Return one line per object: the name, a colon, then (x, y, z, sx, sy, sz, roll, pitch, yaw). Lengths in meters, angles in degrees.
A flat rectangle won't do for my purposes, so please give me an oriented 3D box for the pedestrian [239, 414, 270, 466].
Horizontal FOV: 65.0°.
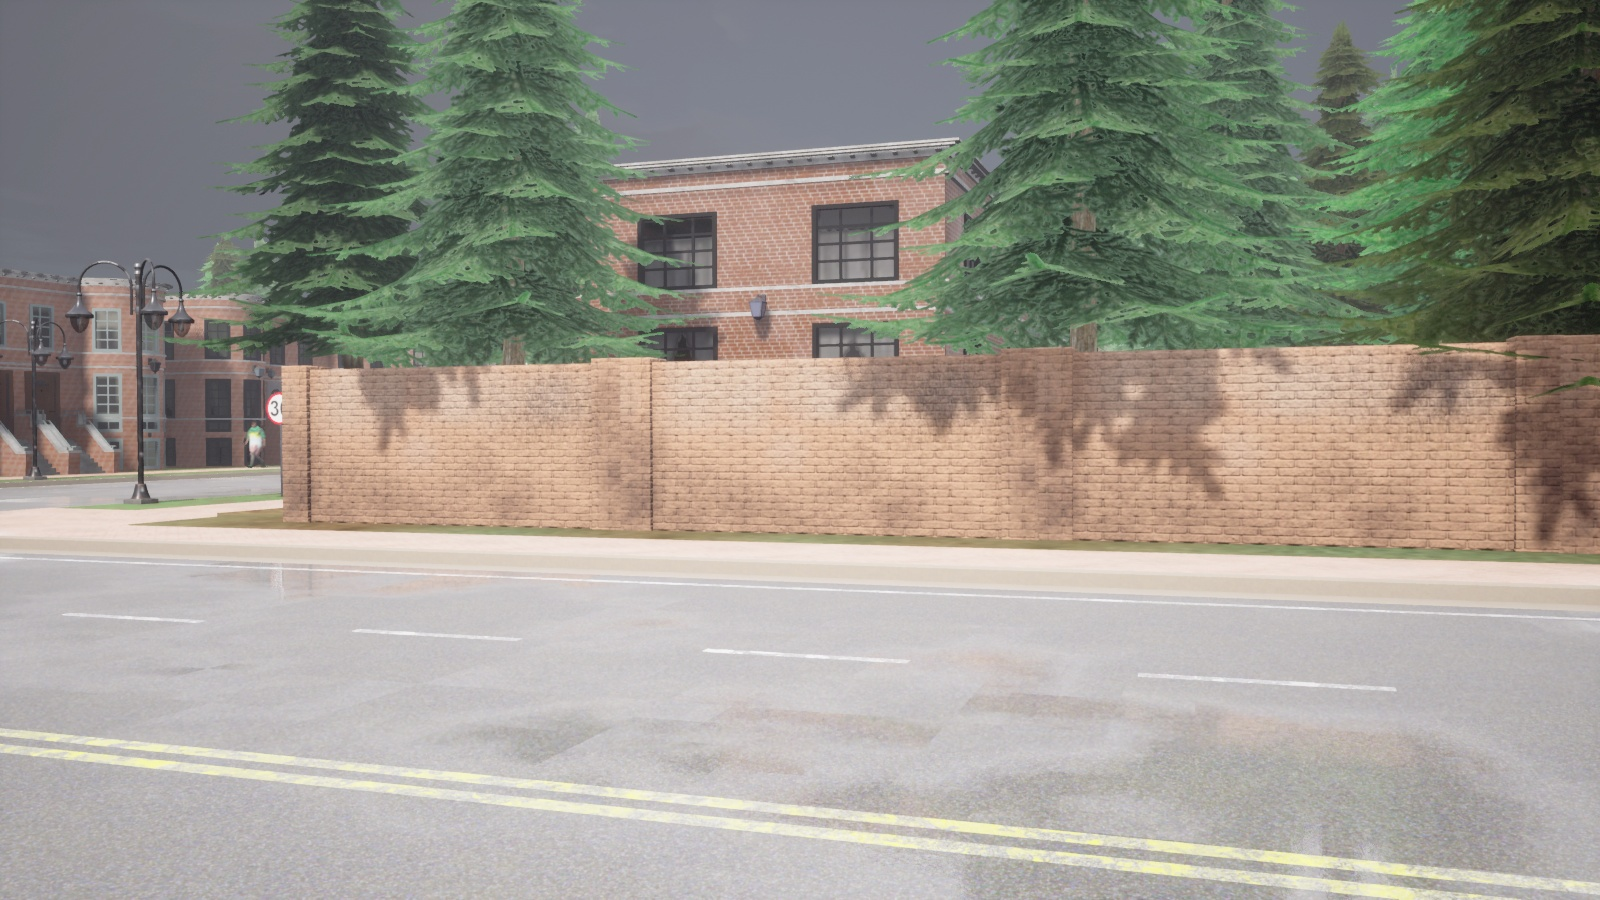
pedestrian: (-20.825, -0.395, 47.927, 0.659, 1.952, 0.873, 1, 1, 20)
